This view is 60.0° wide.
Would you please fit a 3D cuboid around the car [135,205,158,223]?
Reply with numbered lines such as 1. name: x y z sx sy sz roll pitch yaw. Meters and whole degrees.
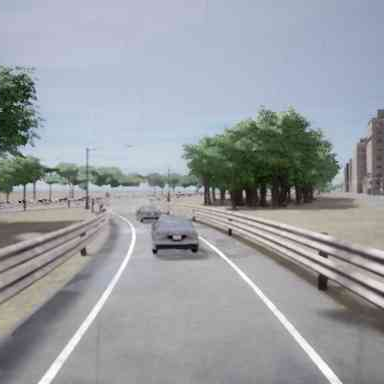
1. car: -3.905 1.892 29.627 2.033 1.411 5.357 0 -1 -15

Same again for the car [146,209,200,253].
1. car: -0.852 1.706 14.447 2.033 1.411 5.357 0 -1 -7
